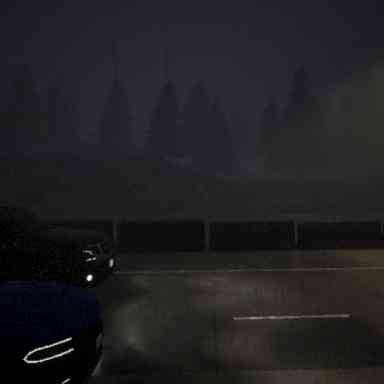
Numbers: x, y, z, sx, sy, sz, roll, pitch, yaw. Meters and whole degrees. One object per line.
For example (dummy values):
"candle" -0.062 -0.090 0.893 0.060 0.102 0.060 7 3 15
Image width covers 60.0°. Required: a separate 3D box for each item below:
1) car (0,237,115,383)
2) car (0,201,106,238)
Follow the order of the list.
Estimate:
"car" -3.592 1.476 3.754 5.008 1.535 1.882 0 0 -3
"car" -4.558 1.215 7.201 5.566 2.045 2.150 0 0 -3
